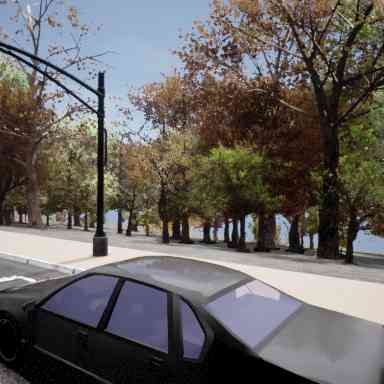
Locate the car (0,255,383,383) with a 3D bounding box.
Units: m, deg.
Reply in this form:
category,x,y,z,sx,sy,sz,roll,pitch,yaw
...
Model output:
category,x,y,z,sx,sy,sz,roll,pitch,yaw
car,-0.528,1.547,4.055,5.357,1.411,2.033,0,0,35
